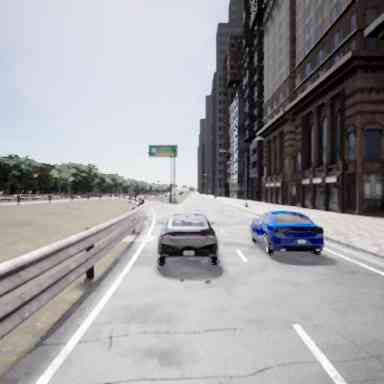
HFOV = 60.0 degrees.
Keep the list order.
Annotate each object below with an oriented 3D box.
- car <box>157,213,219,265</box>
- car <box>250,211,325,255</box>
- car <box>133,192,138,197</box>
[{"bbox_3d":[-0.175,1.492,11.685,2.128,1.511,4.902,0,0,-2],"label":"car"},{"bbox_3d":[3.603,1.481,13.380,1.882,1.535,5.008,0,0,0],"label":"car"},{"bbox_3d":[-16.152,1.003,91.630,2.150,2.045,5.566,0,0,-16],"label":"car"}]
